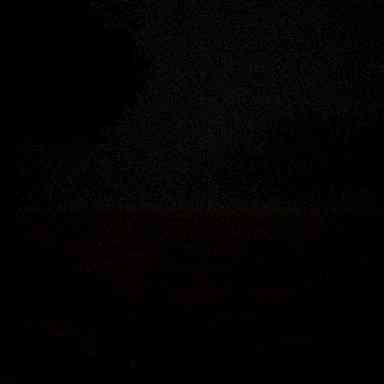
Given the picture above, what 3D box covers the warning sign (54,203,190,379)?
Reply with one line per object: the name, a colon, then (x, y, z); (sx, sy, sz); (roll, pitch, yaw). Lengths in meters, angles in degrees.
warning sign: (-0.900, 1.151, 4.519); (1.060, 1.860, 1.300); (-4, 0, 35)
